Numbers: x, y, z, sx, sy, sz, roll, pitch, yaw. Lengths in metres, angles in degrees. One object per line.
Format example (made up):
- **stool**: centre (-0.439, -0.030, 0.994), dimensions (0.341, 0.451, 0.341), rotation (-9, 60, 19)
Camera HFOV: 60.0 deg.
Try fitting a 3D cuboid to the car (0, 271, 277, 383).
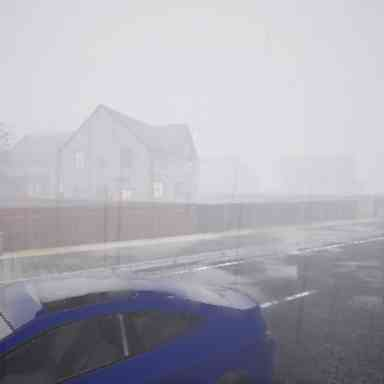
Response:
- **car**: centre (-1.256, 1.526, 2.788), dimensions (4.674, 1.442, 1.812), rotation (0, 0, -35)
